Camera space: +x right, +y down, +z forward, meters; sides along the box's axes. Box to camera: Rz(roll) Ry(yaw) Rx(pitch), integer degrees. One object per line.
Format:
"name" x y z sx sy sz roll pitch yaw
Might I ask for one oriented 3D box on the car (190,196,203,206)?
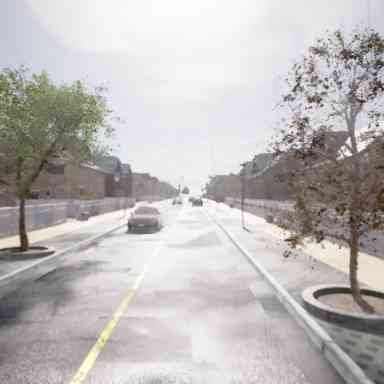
"car" 0.993 1.741 59.538 1.882 1.535 5.008 0 0 0

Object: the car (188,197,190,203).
"car" 0.040 1.763 78.110 1.837 1.490 4.892 0 0 0

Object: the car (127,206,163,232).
"car" -2.836 1.604 20.919 1.812 1.442 4.674 0 0 0

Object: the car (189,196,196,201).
"car" 0.048 1.774 94.290 1.882 1.535 5.008 0 0 0

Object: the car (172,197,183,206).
"car" -2.742 1.775 63.034 2.128 1.511 4.902 0 0 1
